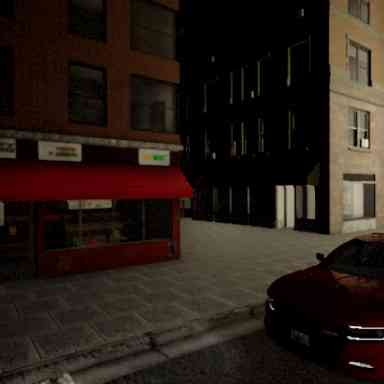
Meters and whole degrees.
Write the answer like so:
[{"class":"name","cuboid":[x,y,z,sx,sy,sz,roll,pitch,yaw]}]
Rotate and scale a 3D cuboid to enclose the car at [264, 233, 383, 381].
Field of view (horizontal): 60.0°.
[{"class":"car","cuboid":[3.323,1.447,5.409,5.008,1.535,1.882,0,0,-35]}]
